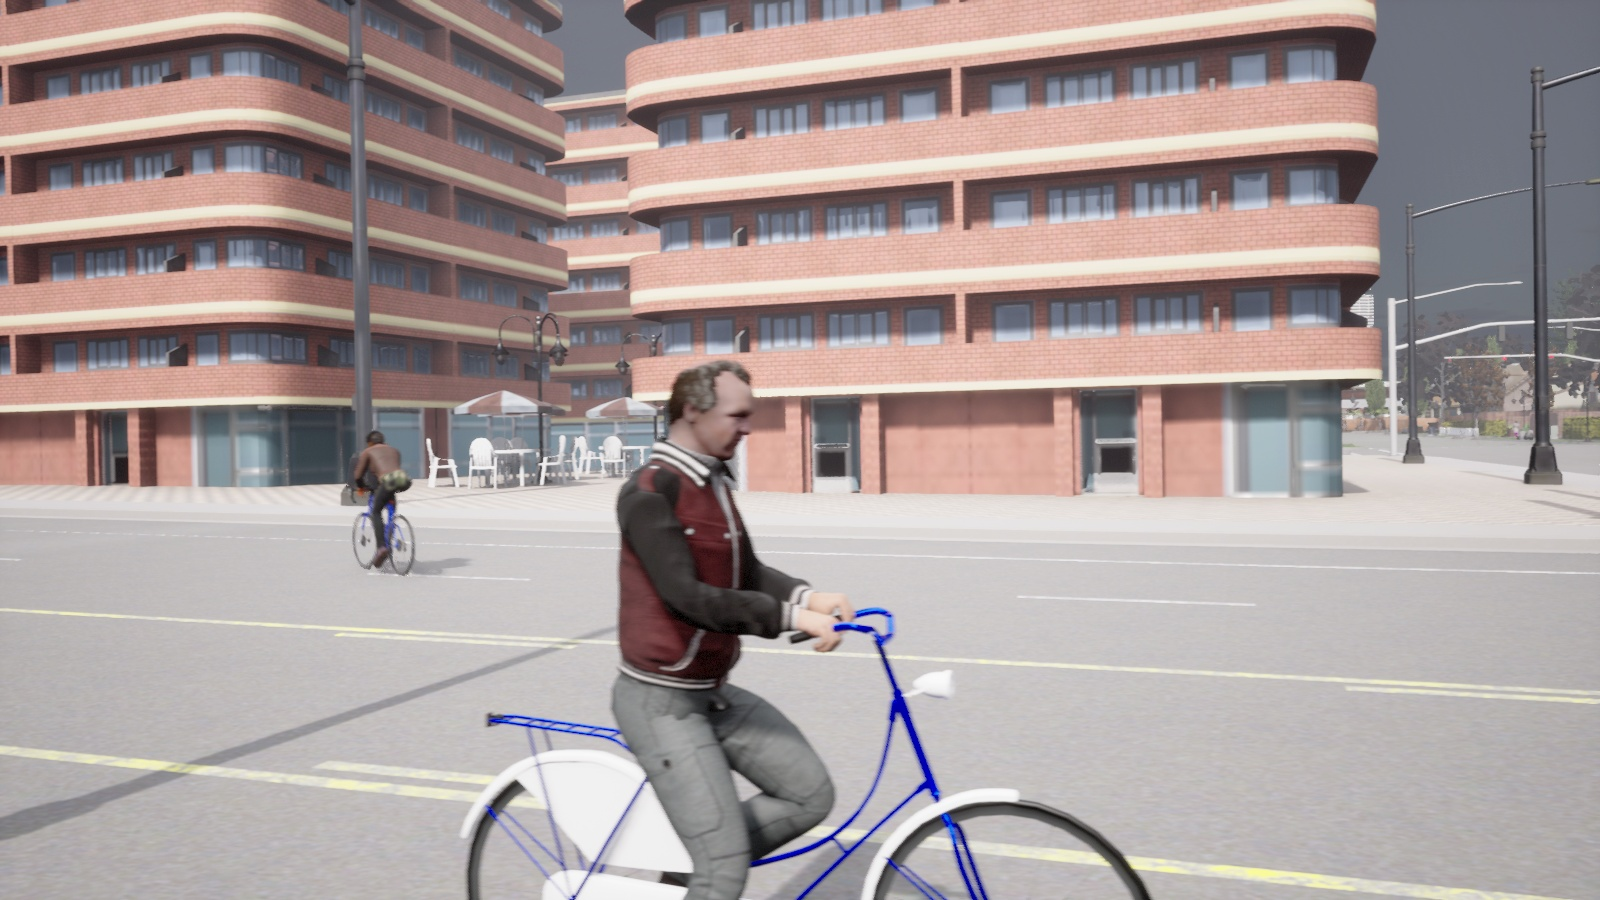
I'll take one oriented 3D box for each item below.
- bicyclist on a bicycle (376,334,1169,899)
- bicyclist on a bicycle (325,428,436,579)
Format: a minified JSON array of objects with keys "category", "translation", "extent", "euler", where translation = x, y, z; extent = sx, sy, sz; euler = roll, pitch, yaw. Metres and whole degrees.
[{"category":"bicyclist on a bicycle","translation":[-0.059,0.654,3.116],"extent":[1.843,1.776,0.659],"euler":[0,1,19]},{"category":"bicyclist on a bicycle","translation":[-4.808,0.570,14.329],"extent":[0.582,1.620,1.656],"euler":[-1,1,-42]}]
